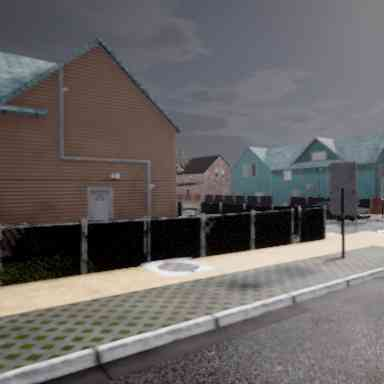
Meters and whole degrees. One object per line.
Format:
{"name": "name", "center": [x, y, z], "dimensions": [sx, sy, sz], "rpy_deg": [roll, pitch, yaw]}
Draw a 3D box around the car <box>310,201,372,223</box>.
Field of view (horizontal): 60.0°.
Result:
{"name": "car", "center": [10.013, 1.392, 24.240], "dimensions": [2.033, 1.411, 5.357], "rpy_deg": [-1, 1, -36]}
